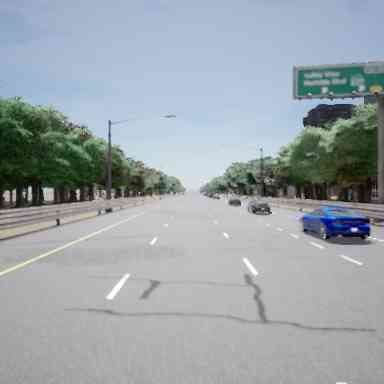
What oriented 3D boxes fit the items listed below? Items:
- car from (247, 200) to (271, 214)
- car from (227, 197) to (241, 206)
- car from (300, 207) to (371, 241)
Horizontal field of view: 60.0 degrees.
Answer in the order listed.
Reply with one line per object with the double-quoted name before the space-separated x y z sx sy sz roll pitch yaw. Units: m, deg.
"car" 7.029 1.525 35.102 1.812 1.442 4.674 0 0 0
"car" 7.049 1.514 55.804 1.812 1.442 4.674 0 0 0
"car" 7.011 1.492 16.829 1.882 1.535 5.008 0 0 0
